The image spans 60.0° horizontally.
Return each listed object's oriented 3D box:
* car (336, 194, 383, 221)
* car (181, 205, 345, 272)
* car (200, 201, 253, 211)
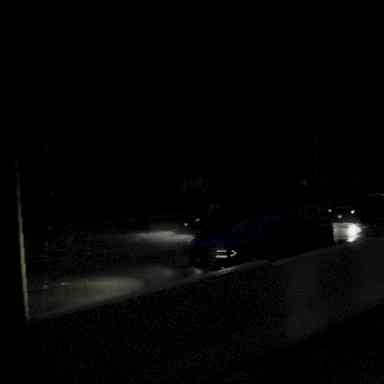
[{"bbox_3d":[10.347,0.839,19.972,5.357,1.411,2.033,-4,2,-35],"label":"car"},{"bbox_3d":[2.194,1.363,9.866,5.008,1.535,1.882,-2,1,-36],"label":"car"},{"bbox_3d":[1.579,1.249,18.012,4.674,1.442,1.812,-3,2,-36],"label":"car"}]
